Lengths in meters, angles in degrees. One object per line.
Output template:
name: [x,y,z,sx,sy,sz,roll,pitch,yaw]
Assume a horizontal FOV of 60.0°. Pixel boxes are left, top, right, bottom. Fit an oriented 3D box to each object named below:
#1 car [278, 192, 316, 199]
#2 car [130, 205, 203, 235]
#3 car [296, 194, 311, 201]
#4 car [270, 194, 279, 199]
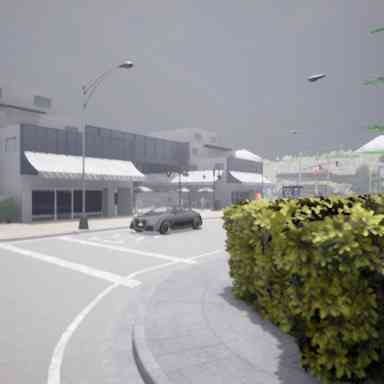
car: [10.739,1.168,33.003,2.097,1.767,4.553,0,0,38]
car: [-1.249,1.380,17.535,1.994,1.385,4.181,0,0,38]
car: [26.039,1.295,77.877,2.007,1.523,4.514,0,0,37]
car: [18.839,1.227,74.521,1.970,1.475,3.806,0,0,37]
